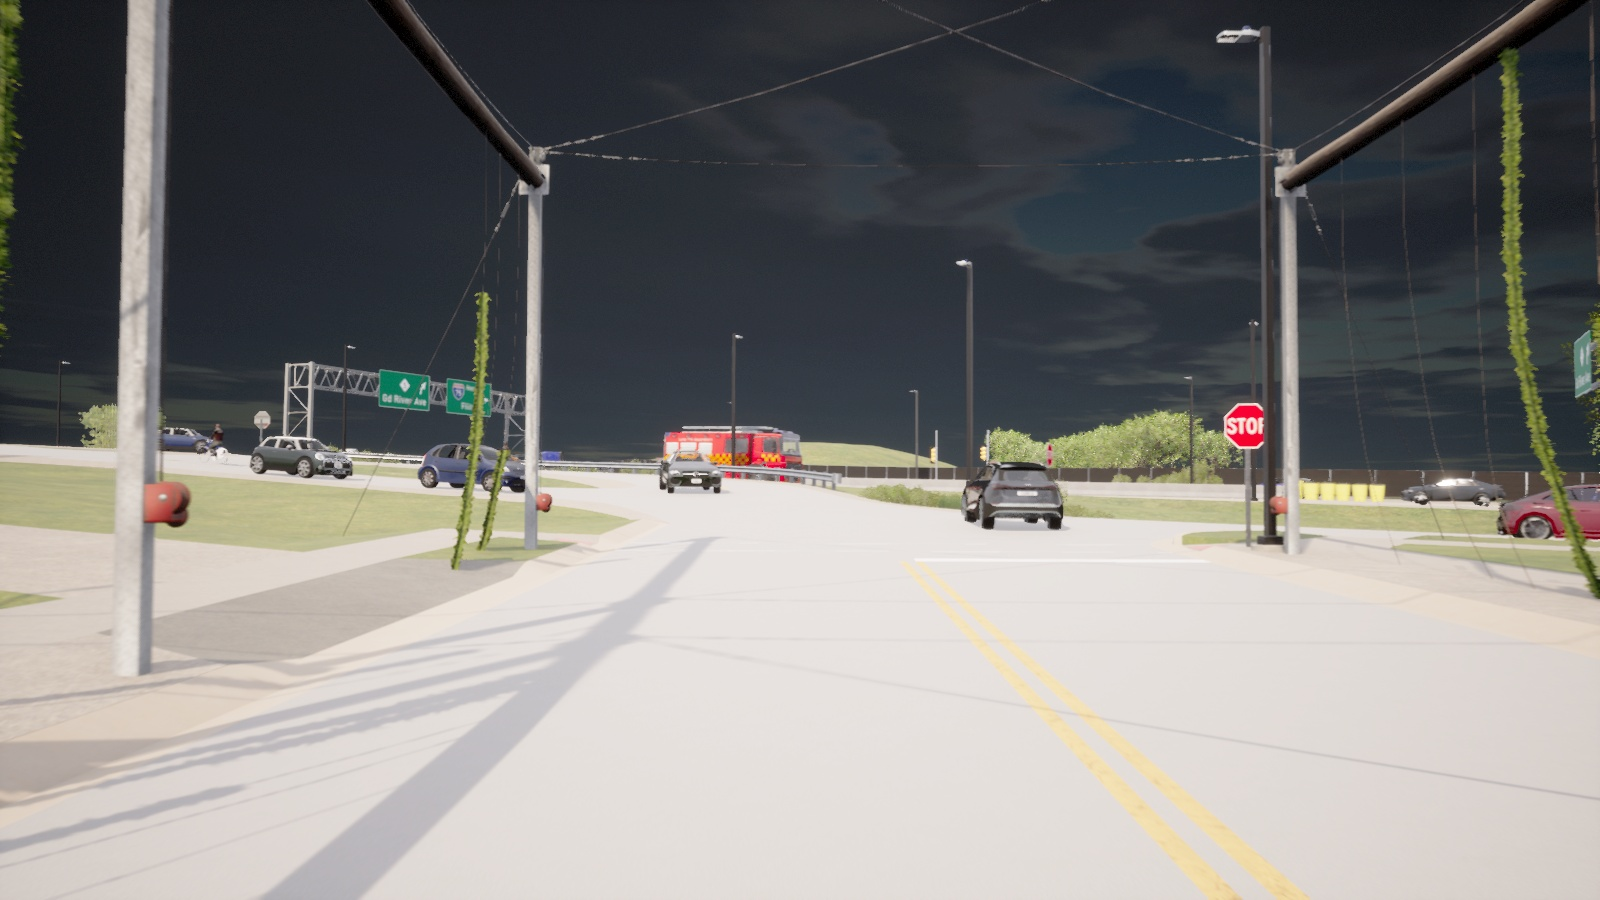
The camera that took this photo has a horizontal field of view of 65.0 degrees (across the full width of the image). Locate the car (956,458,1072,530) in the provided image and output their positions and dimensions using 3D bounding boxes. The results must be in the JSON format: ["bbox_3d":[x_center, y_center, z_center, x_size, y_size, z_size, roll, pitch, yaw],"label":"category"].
[{"bbox_3d":[5.276,1.041,31.645,2.033,1.649,4.856,0,0,-1],"label":"car"}]

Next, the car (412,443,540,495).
[{"bbox_3d":[-11.301,0.656,43.808,3.988,1.617,1.851,2,-1,25],"label":"car"}]

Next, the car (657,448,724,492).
[{"bbox_3d":[-4.516,0.749,51.022,2.152,1.651,5.027,0,1,-12],"label":"car"}]

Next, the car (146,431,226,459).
[{"bbox_3d":[-36.882,-0.301,75.533,3.806,1.475,1.970,2,-2,-7],"label":"car"}]

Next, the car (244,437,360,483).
[{"bbox_3d":[-18.822,0.384,47.483,3.806,1.475,1.970,3,-1,27],"label":"car"}]

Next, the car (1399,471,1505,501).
[{"bbox_3d":[34.467,1.913,66.520,4.902,1.511,2.128,0,-2,26],"label":"car"}]

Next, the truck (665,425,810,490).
[{"bbox_3d":[-3.877,0.481,77.226,8.468,3.827,2.891,0,-2,26],"label":"truck"}]

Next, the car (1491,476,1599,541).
[{"bbox_3d":[17.890,1.324,28.038,4.181,1.385,1.994,1,-2,25],"label":"car"}]

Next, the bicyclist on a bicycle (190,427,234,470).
[{"bbox_3d":[-25.685,-0.064,54.835,1.843,1.776,0.659,4,0,27],"label":"bicyclist on a bicycle"}]
